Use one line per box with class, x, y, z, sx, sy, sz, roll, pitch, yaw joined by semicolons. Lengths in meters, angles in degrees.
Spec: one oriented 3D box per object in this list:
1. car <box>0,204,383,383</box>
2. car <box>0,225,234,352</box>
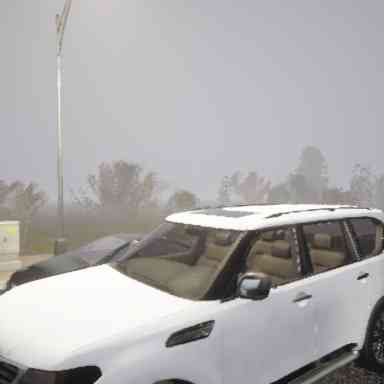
car;0.536;1.214;4.072;5.566;2.045;2.150;0;0;-36
car;-1.375;1.557;6.701;4.181;1.385;1.994;0;0;-36
